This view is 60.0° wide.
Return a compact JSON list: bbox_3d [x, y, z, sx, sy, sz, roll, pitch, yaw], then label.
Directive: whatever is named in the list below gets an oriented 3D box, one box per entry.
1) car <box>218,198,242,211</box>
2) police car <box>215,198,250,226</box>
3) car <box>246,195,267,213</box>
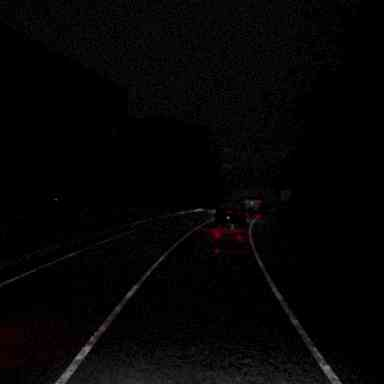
[{"bbox_3d":[4.921,1.563,42.815,1.837,1.490,4.892,2,0,21],"label":"car"},{"bbox_3d":[2.856,1.463,23.822,1.930,1.638,5.238,1,0,12],"label":"police car"},{"bbox_3d":[7.786,1.377,40.702,2.150,2.045,5.566,2,-1,20],"label":"car"}]
